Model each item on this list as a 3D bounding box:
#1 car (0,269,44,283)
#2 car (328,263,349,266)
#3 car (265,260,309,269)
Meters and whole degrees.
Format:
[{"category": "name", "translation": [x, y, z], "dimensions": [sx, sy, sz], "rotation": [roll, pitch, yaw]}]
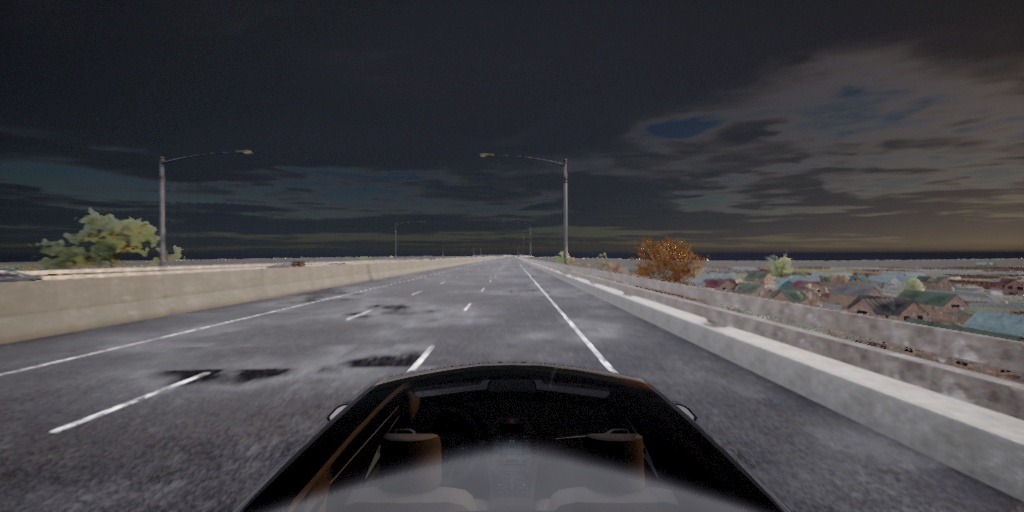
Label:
[{"category": "car", "translation": [-24.587, 1.356, 16.077], "dimensions": [2.128, 1.511, 4.902], "rotation": [0, 0, 0]}, {"category": "car", "translation": [-17.460, 1.389, 35.831], "dimensions": [2.033, 1.411, 5.357], "rotation": [0, 0, -2]}, {"category": "car", "translation": [-20.962, 1.207, 33.441], "dimensions": [2.097, 1.767, 4.553], "rotation": [0, 0, 0]}]
